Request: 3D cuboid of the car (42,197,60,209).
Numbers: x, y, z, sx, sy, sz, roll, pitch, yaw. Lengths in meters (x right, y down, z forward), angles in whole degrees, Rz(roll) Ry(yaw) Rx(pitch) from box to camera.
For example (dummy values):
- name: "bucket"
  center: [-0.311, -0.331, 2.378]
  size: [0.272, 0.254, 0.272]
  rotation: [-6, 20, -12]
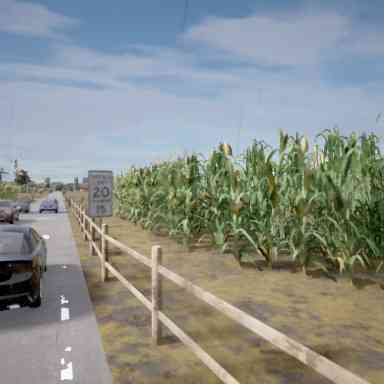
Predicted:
- name: "car"
  center: [-19.381, 1.510, 45.769]
  size: [2.128, 1.511, 4.902]
  rotation: [0, 0, -21]

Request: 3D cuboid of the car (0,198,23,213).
- name: "car"
  center: [-14.008, 1.370, 24.302]
  size: [2.097, 1.767, 4.553]
  rotation: [0, 0, -21]

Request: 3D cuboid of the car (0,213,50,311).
- name: "car"
  center: [-4.382, 1.480, 7.563]
  size: [1.882, 1.535, 5.008]
  rotation: [0, 0, -21]

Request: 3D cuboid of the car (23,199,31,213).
- name: "car"
  center: [-18.081, 1.512, 34.811]
  size: [2.128, 1.511, 4.902]
  rotation: [0, 0, -21]

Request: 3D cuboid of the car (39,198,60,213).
- name: "car"
  center: [-15.727, 1.560, 36.605]
  size: [2.033, 1.411, 5.357]
  rotation: [0, 0, -21]
